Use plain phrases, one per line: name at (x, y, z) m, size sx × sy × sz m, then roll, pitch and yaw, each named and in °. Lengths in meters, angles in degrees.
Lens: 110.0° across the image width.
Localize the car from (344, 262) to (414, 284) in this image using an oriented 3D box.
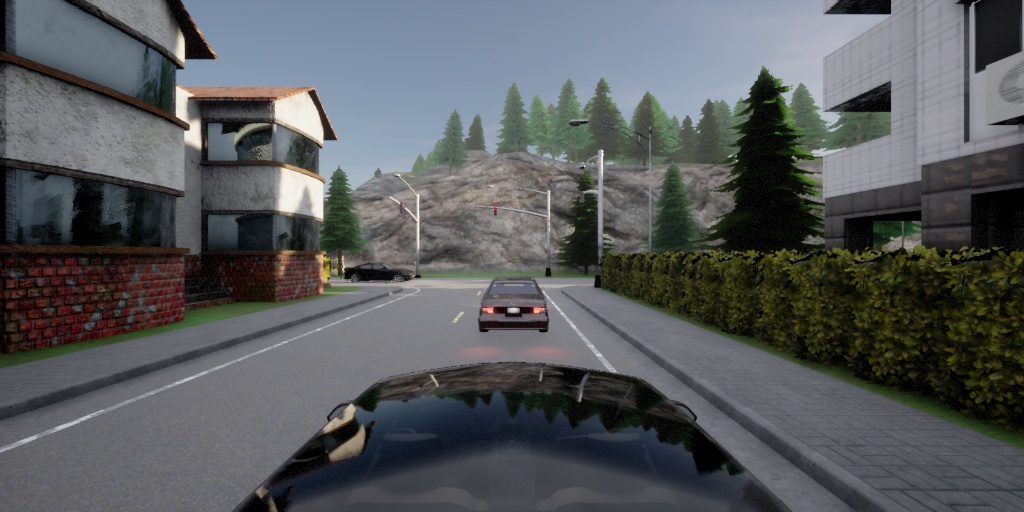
car at (-9.891, 1.227, 26.873) m, size 5.008 × 1.535 × 1.882 m, roll 0°, pitch 0°, yaw 1°

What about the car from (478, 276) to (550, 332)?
car at (0.055, 1.297, 10.768) m, size 2.033 × 1.411 × 5.357 m, roll 0°, pitch 0°, yaw 1°
